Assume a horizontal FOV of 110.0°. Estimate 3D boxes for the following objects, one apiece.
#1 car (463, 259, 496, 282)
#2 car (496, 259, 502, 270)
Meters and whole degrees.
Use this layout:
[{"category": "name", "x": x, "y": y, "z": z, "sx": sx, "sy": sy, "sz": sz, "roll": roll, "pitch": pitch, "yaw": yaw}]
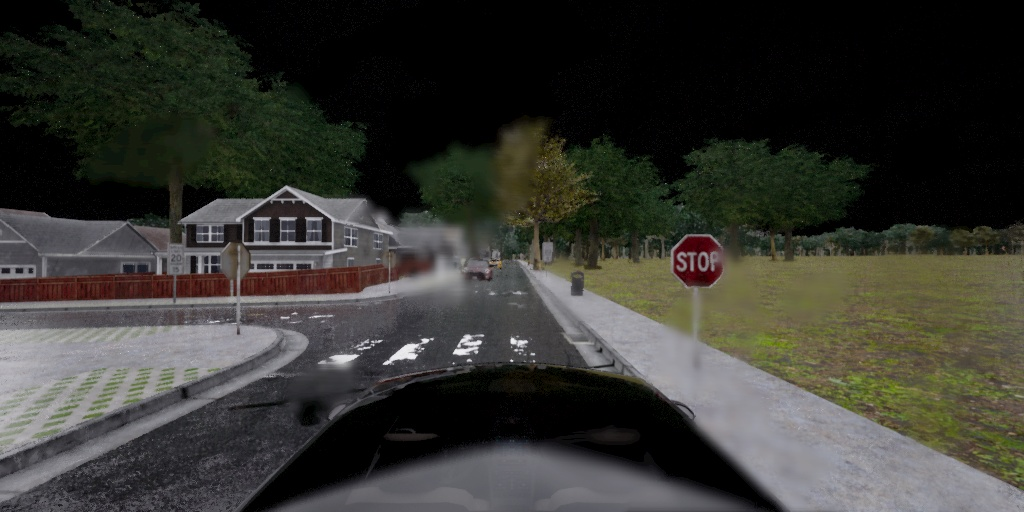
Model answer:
[{"category": "car", "x": -2.629, "y": 1.111, "z": 28.706, "sx": 2.097, "sy": 1.767, "sz": 4.553, "roll": 0, "pitch": 0, "yaw": 0}, {"category": "car", "x": -2.509, "y": 1.151, "z": 54.118, "sx": 1.882, "sy": 1.535, "sz": 5.008, "roll": 0, "pitch": 0, "yaw": 0}]
